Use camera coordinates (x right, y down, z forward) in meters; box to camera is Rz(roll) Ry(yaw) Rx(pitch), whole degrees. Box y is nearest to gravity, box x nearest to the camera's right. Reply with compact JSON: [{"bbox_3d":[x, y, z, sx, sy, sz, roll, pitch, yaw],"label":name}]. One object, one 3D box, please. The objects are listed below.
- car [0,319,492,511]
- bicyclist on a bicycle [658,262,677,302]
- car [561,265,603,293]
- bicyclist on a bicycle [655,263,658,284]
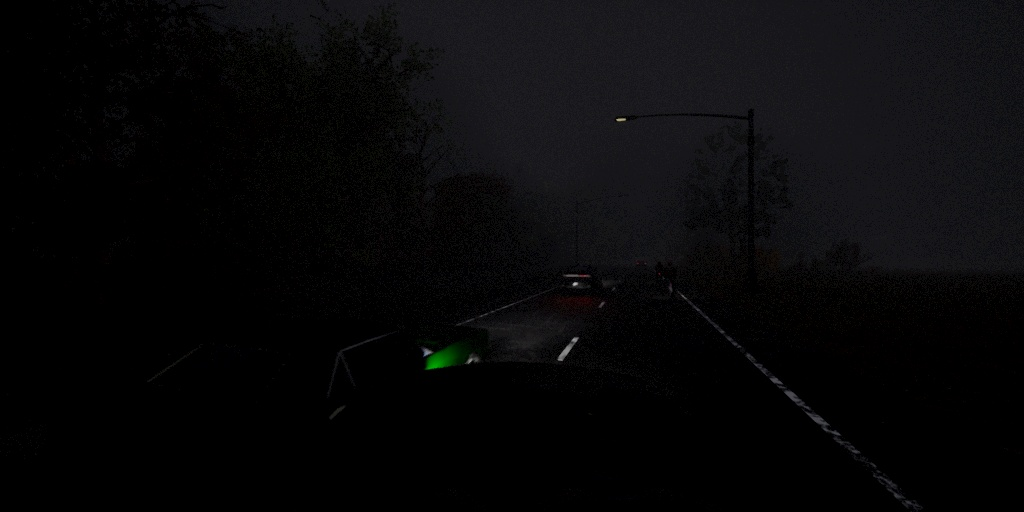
[{"bbox_3d":[-1.890,1.351,3.913,1.895,1.301,4.718,0,0,20],"label":"car"},{"bbox_3d":[7.000,1.124,15.927,0.659,1.776,1.843,0,0,19],"label":"bicyclist on a bicycle"},{"bbox_3d":[4.096,1.245,20.807,2.128,1.511,4.902,0,0,20],"label":"car"},{"bbox_3d":[9.936,1.208,24.215,0.582,1.620,1.656,0,0,19],"label":"bicyclist on a bicycle"}]
